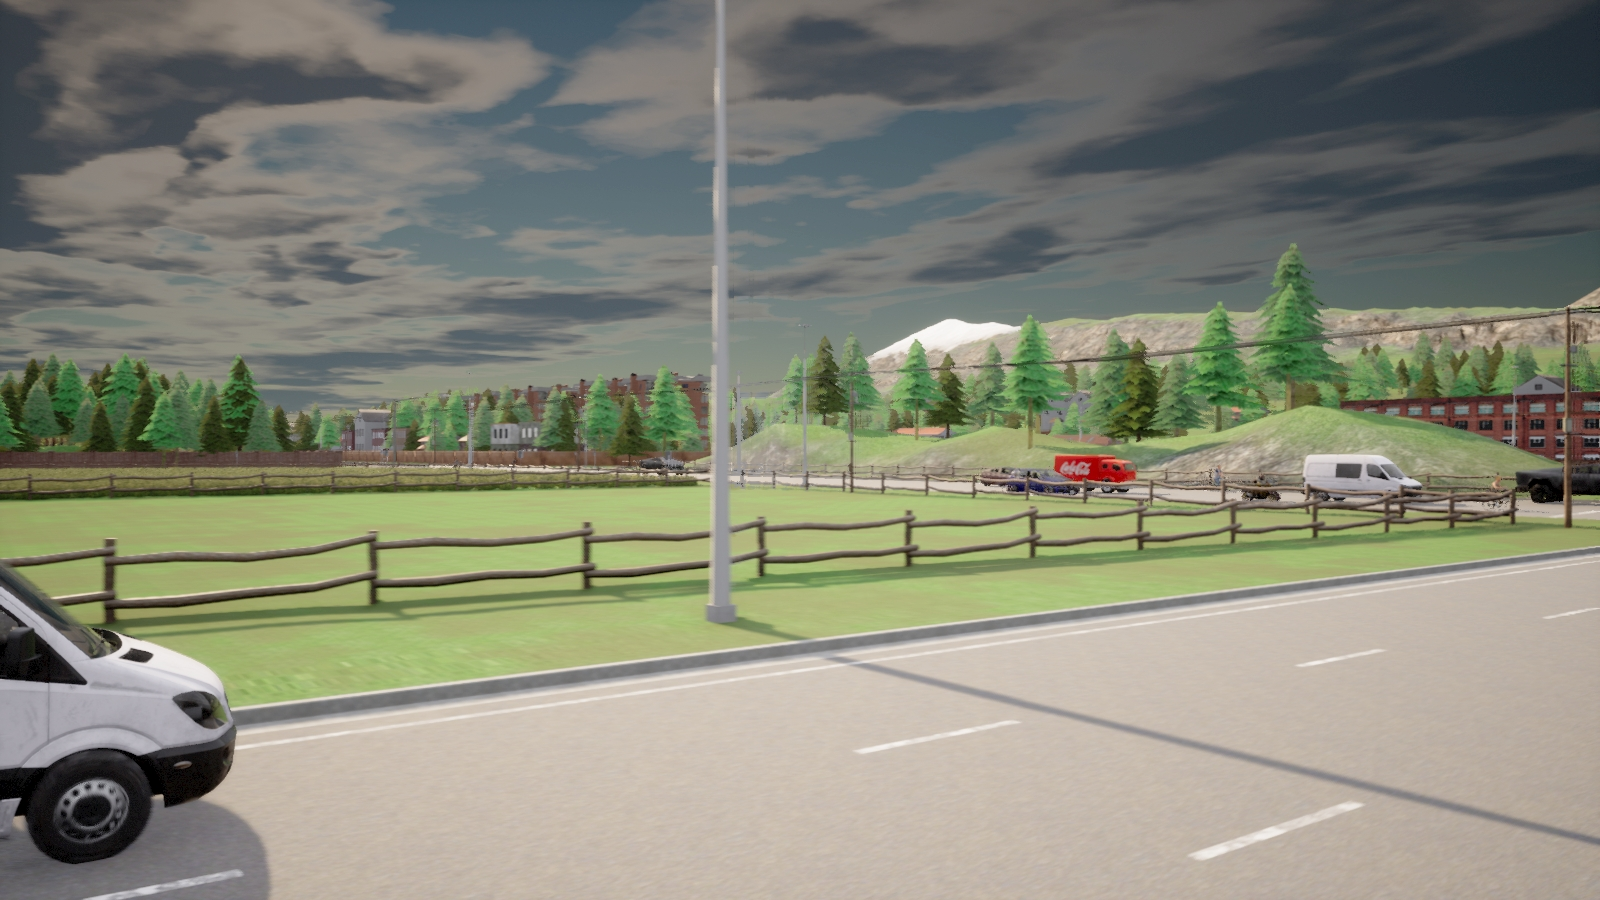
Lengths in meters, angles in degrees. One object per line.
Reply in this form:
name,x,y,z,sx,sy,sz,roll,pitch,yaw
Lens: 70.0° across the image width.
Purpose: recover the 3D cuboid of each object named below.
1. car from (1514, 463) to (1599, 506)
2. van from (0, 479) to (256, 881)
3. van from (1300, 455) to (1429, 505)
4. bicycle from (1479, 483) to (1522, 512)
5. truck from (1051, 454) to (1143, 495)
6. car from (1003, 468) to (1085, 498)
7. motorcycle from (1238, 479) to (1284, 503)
car,40.494,1.755,58.456,2.390,2.098,6.274,0,0,-36
van,-6.958,1.535,7.444,5.915,2.561,1.988,0,0,-35
van,30.000,1.537,60.915,1.988,2.561,5.915,0,0,-36
bicycle,32.021,2.159,52.250,0.859,1.276,1.487,0,0,-37
truck,19.335,1.555,74.608,2.627,2.467,5.204,0,1,-43
car,14.856,1.970,69.835,2.242,1.667,4.611,0,0,-36
motorcycle,24.963,2.207,61.896,0.867,1.251,2.209,0,0,-36
